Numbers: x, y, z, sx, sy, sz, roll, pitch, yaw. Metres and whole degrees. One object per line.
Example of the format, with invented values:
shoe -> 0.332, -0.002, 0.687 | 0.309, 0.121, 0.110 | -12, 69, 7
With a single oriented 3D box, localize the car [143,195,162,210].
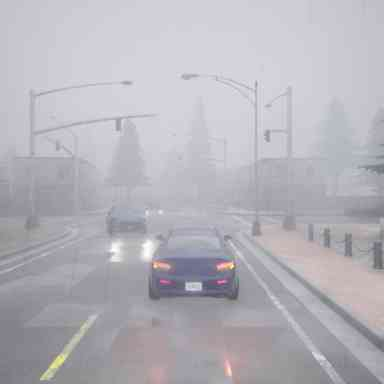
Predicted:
car -> -4.938, 1.432, 43.084 | 1.882, 1.535, 5.008 | 0, 0, -6

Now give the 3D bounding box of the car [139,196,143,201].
car -> -6.689, 1.304, 52.970 | 2.097, 1.767, 4.553 | 0, 0, -15

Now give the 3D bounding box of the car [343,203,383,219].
car -> 15.443, 1.578, 28.132 | 4.718, 1.301, 1.895 | 0, 0, 2

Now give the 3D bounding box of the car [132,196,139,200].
car -> -10.082, 1.454, 62.776 | 1.837, 1.490, 4.892 | 0, 0, -23

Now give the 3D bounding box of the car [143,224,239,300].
car -> 0.041, 1.524, 8.256 | 1.812, 1.442, 4.674 | 0, 0, 0

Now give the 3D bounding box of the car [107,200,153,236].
car -> -3.739, 1.471, 18.837 | 1.882, 1.535, 5.008 | 2, 0, -17
